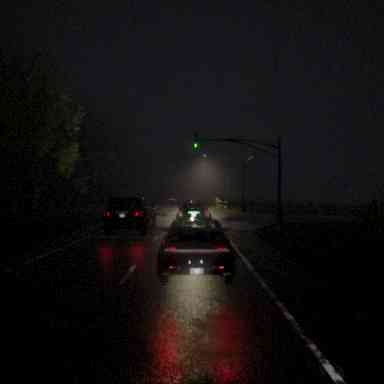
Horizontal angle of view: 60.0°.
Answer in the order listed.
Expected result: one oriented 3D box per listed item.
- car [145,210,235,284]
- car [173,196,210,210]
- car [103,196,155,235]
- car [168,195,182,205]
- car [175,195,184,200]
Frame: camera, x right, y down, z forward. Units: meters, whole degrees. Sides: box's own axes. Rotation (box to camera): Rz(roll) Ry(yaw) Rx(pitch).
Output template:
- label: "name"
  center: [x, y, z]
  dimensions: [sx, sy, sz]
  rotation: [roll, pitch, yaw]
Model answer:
- label: "car"
  center: [0.101, 1.497, 9.608]
  dimensions: [2.128, 1.511, 4.902]
  rotation: [0, 0, 0]
- label: "car"
  center: [0.103, 1.361, 21.806]
  dimensions: [2.097, 1.767, 4.553]
  rotation: [0, 0, 0]
- label: "car"
  center: [-3.396, 1.231, 18.864]
  dimensions: [2.150, 2.045, 5.566]
  rotation: [0, 0, 0]
- label: "car"
  center: [-3.390, 1.507, 60.821]
  dimensions: [2.128, 1.511, 4.902]
  rotation: [0, 0, 0]
- label: "car"
  center: [-3.485, 1.542, 94.083]
  dimensions: [2.128, 1.511, 4.902]
  rotation: [0, 0, 0]
